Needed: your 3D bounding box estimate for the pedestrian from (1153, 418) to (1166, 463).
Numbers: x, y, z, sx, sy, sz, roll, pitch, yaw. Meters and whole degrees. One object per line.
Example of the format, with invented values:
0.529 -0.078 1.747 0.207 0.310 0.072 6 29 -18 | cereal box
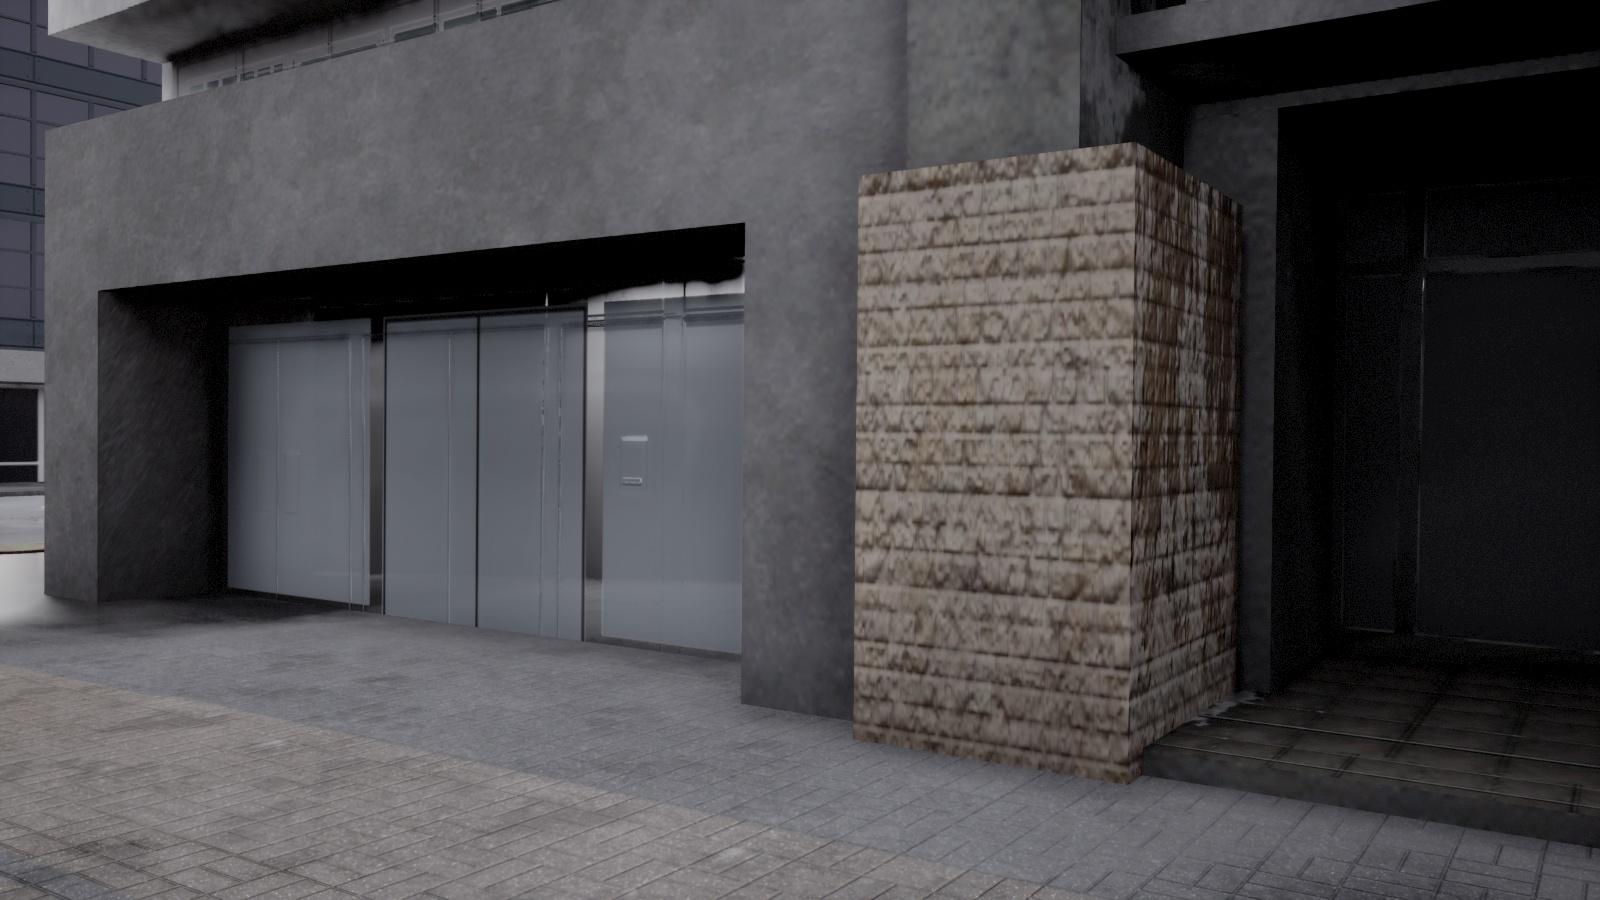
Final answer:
14.735 -0.395 51.454 0.345 1.836 0.594 0 1 32 | pedestrian
